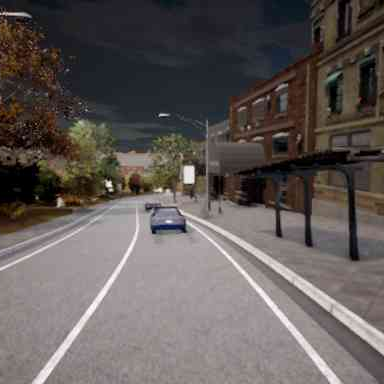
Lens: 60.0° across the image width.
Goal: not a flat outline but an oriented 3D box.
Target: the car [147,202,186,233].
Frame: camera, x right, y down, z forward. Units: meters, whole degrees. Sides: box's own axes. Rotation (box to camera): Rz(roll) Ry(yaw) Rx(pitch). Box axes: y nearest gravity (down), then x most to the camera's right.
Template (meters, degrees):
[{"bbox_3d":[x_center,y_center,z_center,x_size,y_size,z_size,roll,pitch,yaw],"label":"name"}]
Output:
[{"bbox_3d":[-1.483,1.539,19.672,1.994,1.385,4.181,-1,0,-7],"label":"car"}]

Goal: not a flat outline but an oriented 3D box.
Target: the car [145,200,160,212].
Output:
[{"bbox_3d":[-4.583,1.592,39.082,1.895,1.301,4.718,-1,0,-10],"label":"car"}]
